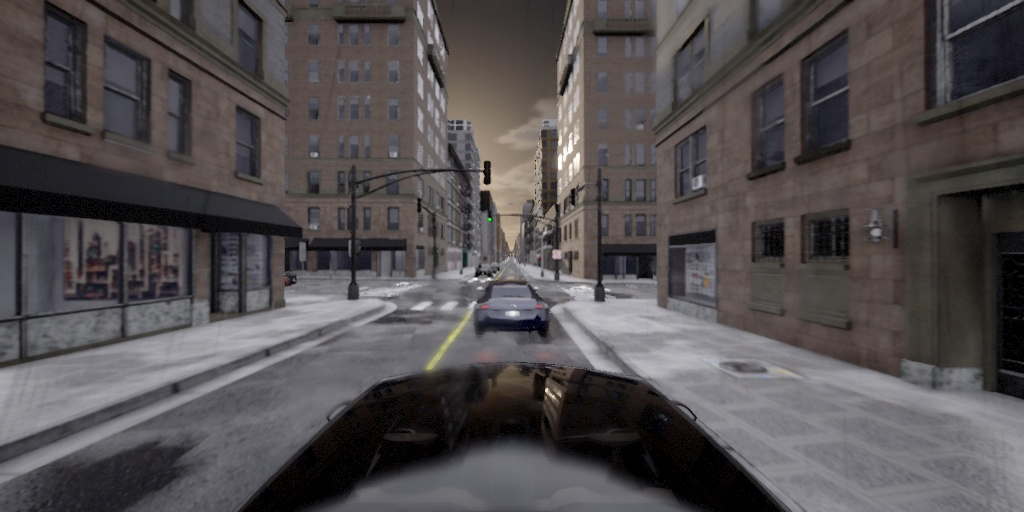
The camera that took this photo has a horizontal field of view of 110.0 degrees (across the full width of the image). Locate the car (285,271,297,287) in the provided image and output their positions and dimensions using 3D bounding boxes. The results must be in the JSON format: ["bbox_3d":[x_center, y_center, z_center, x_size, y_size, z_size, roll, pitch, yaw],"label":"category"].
[{"bbox_3d":[-14.961,1.037,19.423,5.009,1.841,2.192,0,0,0],"label":"car"}]

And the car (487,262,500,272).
[{"bbox_3d":[-3.061,1.781,60.570,1.882,1.535,5.008,0,-1,0],"label":"car"}]

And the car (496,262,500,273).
[{"bbox_3d":[-3.098,1.749,50.161,2.033,1.411,5.357,0,-1,0],"label":"car"}]

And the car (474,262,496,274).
[{"bbox_3d":[-3.097,1.610,40.339,1.837,1.490,4.892,0,-1,0],"label":"car"}]

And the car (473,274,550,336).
[{"bbox_3d":[-0.108,1.387,10.697,1.994,1.385,4.181,0,-1,-4],"label":"car"}]
